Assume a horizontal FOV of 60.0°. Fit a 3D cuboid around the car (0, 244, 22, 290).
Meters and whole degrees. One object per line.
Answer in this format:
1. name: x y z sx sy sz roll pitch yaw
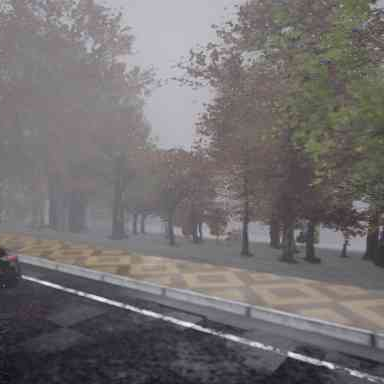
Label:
1. car: -5.874 1.539 7.861 4.181 1.385 1.994 0 0 36
